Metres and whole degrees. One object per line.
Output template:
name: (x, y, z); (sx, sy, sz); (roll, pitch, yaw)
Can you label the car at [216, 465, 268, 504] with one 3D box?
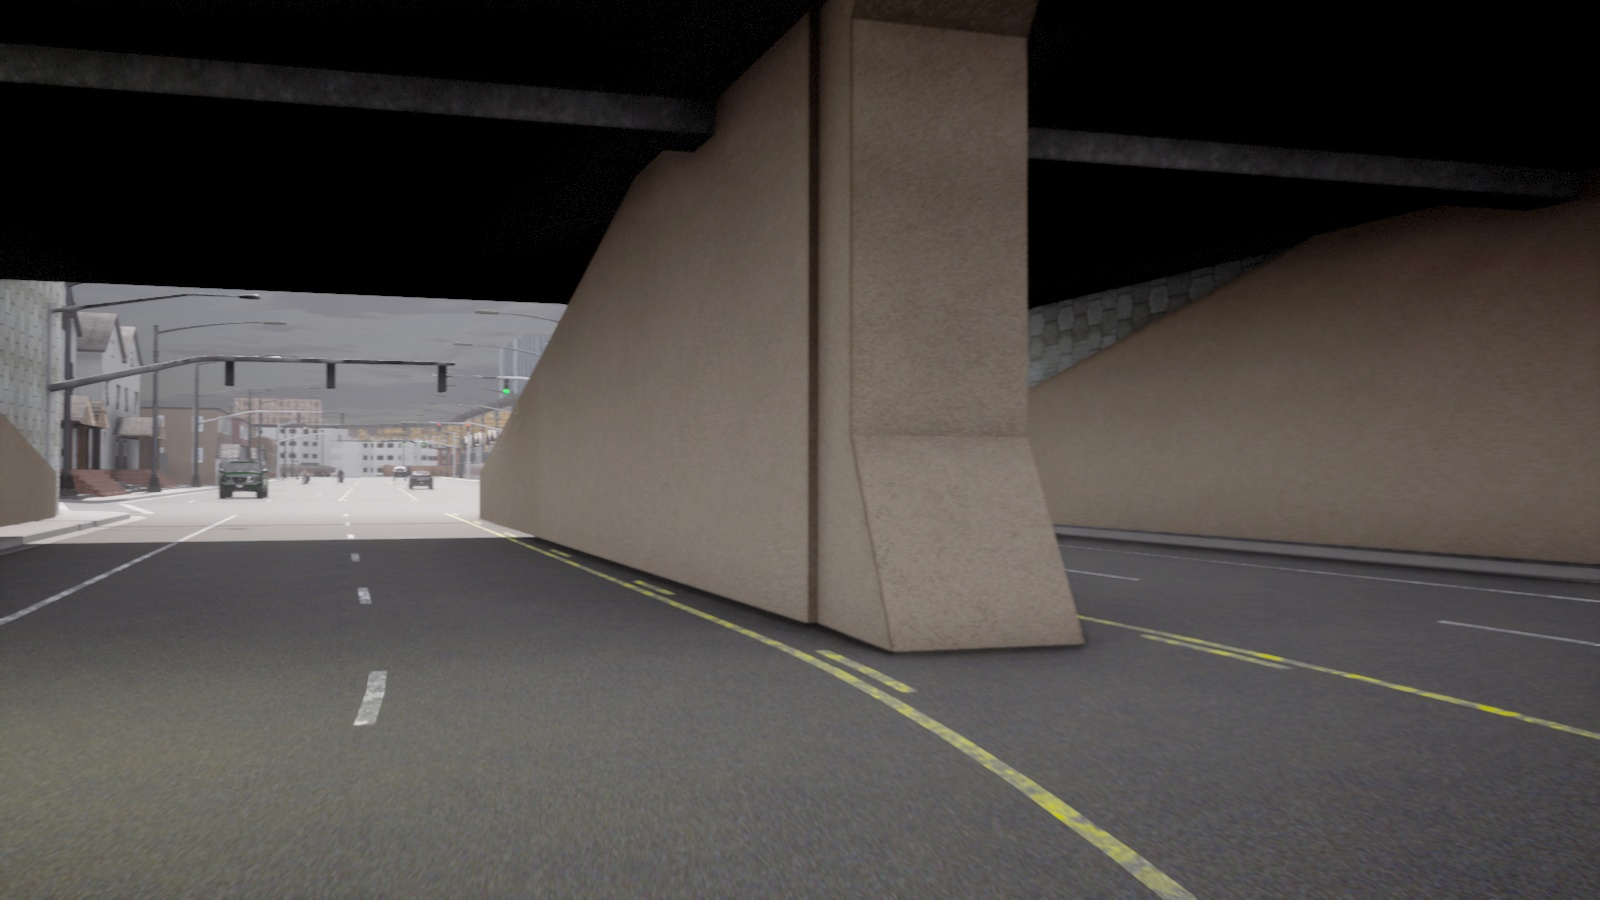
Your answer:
car: (-30.769, 1.862, 69.416); (2.150, 2.045, 5.566); (0, -1, -19)
